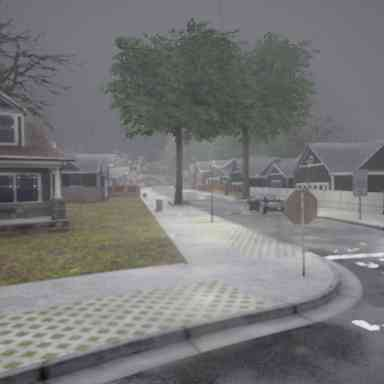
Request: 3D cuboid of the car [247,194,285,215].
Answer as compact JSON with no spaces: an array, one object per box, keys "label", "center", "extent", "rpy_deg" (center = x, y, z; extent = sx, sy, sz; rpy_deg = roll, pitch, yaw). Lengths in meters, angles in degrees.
[{"label":"car","center":[5.759,0.902,25.987],"extent":[2.128,1.511,4.902],"rpy_deg":[-1,2,-10]}]
